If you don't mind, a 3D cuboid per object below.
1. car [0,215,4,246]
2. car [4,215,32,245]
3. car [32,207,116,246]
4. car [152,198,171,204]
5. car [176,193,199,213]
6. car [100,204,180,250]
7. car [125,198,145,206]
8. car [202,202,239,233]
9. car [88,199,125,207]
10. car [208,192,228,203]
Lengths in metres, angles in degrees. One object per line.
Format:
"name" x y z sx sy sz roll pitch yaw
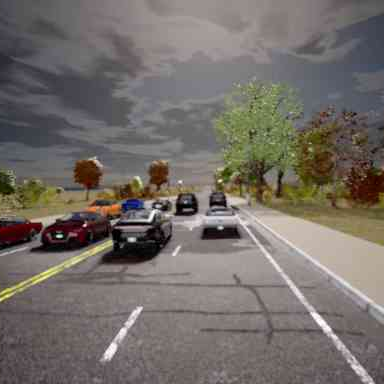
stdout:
"car" -6.071 1.332 5.647 2.150 2.045 5.566 -1 0 4
"car" -8.653 1.738 14.758 1.895 1.301 4.718 -1 0 4
"car" -5.322 1.630 15.707 1.994 1.385 4.181 -1 0 5
"car" -3.560 1.444 39.282 2.128 1.511 4.902 -1 0 5
"car" -0.450 1.122 35.789 2.150 2.045 5.566 -1 0 4
"car" -1.994 1.493 14.395 2.128 1.511 4.902 -1 0 4
"car" -6.837 1.497 39.097 1.882 1.535 5.008 -1 0 5
"car" 1.605 1.514 19.073 1.895 1.301 4.718 -1 0 4
"car" -7.622 1.425 28.314 2.097 1.767 4.553 -1 0 5
"car" 3.164 1.029 40.733 2.150 2.045 5.566 -1 0 4
